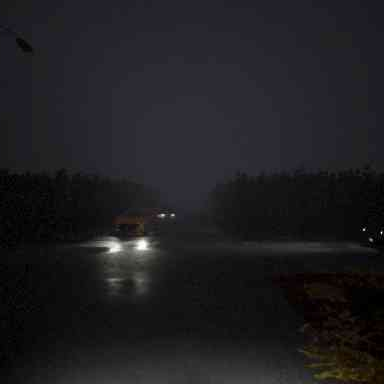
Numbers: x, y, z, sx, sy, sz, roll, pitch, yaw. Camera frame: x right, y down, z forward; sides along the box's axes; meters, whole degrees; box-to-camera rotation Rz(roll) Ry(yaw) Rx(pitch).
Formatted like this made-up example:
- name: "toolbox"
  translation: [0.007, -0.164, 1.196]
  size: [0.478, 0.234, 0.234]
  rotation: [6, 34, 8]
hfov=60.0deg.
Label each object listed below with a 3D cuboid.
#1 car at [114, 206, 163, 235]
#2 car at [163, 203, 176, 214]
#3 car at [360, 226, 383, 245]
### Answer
- name: "car"
  translation: [-3.391, 1.789, 20.917]
  size: [1.882, 1.535, 5.008]
  rotation: [0, -1, 5]
- name: "car"
  translation: [-3.158, 2.236, 45.082]
  size: [2.033, 1.411, 5.357]
  rotation: [0, -2, 0]
- name: "car"
  translation: [10.267, 1.848, 14.995]
  size: [4.718, 1.301, 1.895]
  rotation: [0, -1, 0]
